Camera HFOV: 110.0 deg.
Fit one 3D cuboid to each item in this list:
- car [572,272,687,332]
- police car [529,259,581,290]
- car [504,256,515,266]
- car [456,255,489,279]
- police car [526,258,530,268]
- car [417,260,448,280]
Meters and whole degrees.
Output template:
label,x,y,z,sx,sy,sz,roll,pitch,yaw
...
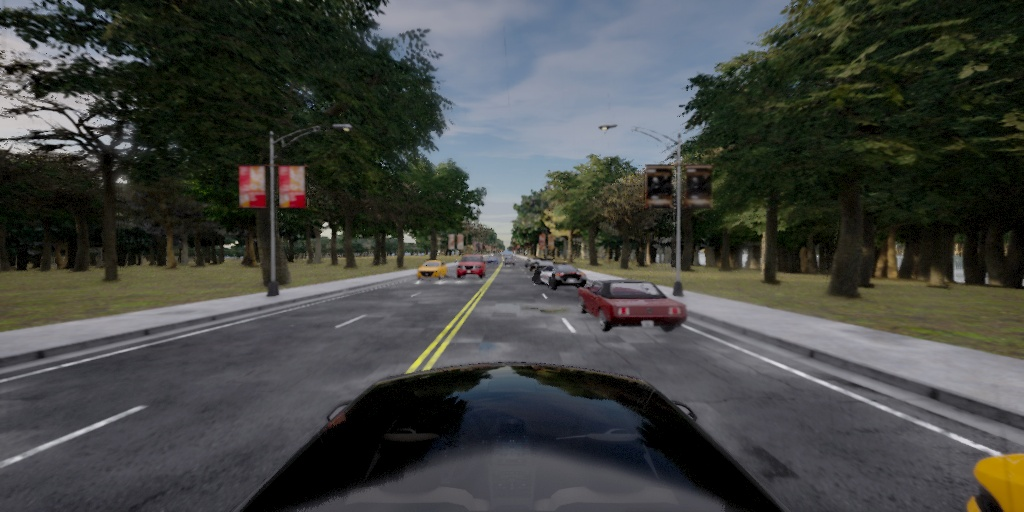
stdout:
label,x,y,z,sx,sy,sz,roll,pitch,yaw
car,3.239,1.332,10.756,1.895,1.301,4.718,0,0,0
police car,2.843,1.200,22.460,2.038,1.542,4.974,-1,0,-12
car,-0.402,1.034,64.096,2.033,1.411,5.357,0,0,-1
car,-3.444,0.889,31.236,2.150,2.045,5.566,0,0,0
police car,3.062,1.028,43.868,1.930,1.638,5.238,0,0,0
car,-6.688,1.146,30.568,1.882,1.535,5.008,0,0,0
